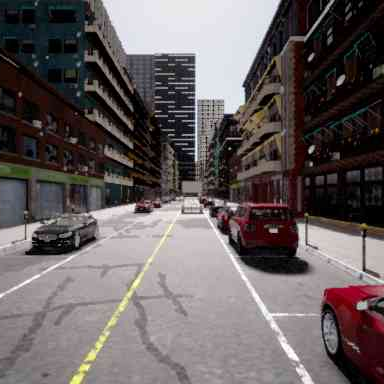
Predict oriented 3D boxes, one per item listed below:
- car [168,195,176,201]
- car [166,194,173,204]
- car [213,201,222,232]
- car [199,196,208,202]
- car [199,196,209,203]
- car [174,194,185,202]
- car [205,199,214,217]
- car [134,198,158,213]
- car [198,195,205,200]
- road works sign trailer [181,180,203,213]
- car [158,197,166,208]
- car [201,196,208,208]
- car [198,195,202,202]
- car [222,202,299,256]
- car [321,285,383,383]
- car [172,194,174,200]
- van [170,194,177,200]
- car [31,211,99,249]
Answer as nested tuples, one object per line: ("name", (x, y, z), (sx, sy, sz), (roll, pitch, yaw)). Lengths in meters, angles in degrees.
("car", (-5.309, 1.635, 88.391), (1.887, 1.381, 4.507), (1, 0, 0))
("car", (-5.308, 1.603, 65.632), (2.008, 1.369, 4.403), (1, 0, 0))
("car", (2.574, 1.447, 20.126), (1.967, 1.590, 4.097), (1, 0, 0))
("car", (2.572, 1.615, 77.022), (1.887, 1.381, 4.507), (1, 0, 0))
("car", (2.572, 1.606, 71.333), (1.887, 1.381, 4.507), (1, 0, 0))
("car", (-2.750, 1.546, 75.937), (1.812, 1.442, 4.674), (0, 0, 0))
("car", (2.572, 1.579, 31.505), (1.947, 1.339, 4.313), (1, 0, 0))
("car", (-5.308, 1.563, 37.183), (1.887, 1.381, 4.507), (1, 0, 0))
("car", (2.572, 1.629, 94.260), (1.752, 1.417, 4.829), (0, 0, 0))
("road works sign trailer", (0.009, 0.476, 37.183), (2.380, 3.560, 2.880), (0, 0, 0))
("car", (-5.308, 1.574, 48.562), (1.887, 1.381, 4.507), (1, 0, 0))
("car", (2.572, 1.611, 48.573), (1.802, 1.307, 4.206), (1, 0, 0))
("car", (2.572, 1.634, 65.643), (1.802, 1.307, 4.206), (1, 0, 0))
("car", (2.607, 1.319, 13.002), (2.192, 1.841, 5.009), (1, 0, 0))
("car", (2.703, 1.545, 3.057), (1.887, 1.381, 4.507), (1, 0, 0))
("car", (-5.308, 1.586, 71.152), (1.752, 1.417, 4.829), (1, 0, 0))
("van", (-5.307, 1.444, 94.080), (1.690, 1.788, 3.998), (1, 0, 0))
("car", (-5.324, 1.555, 14.425), (2.008, 1.369, 4.403), (1, 0, 0))
